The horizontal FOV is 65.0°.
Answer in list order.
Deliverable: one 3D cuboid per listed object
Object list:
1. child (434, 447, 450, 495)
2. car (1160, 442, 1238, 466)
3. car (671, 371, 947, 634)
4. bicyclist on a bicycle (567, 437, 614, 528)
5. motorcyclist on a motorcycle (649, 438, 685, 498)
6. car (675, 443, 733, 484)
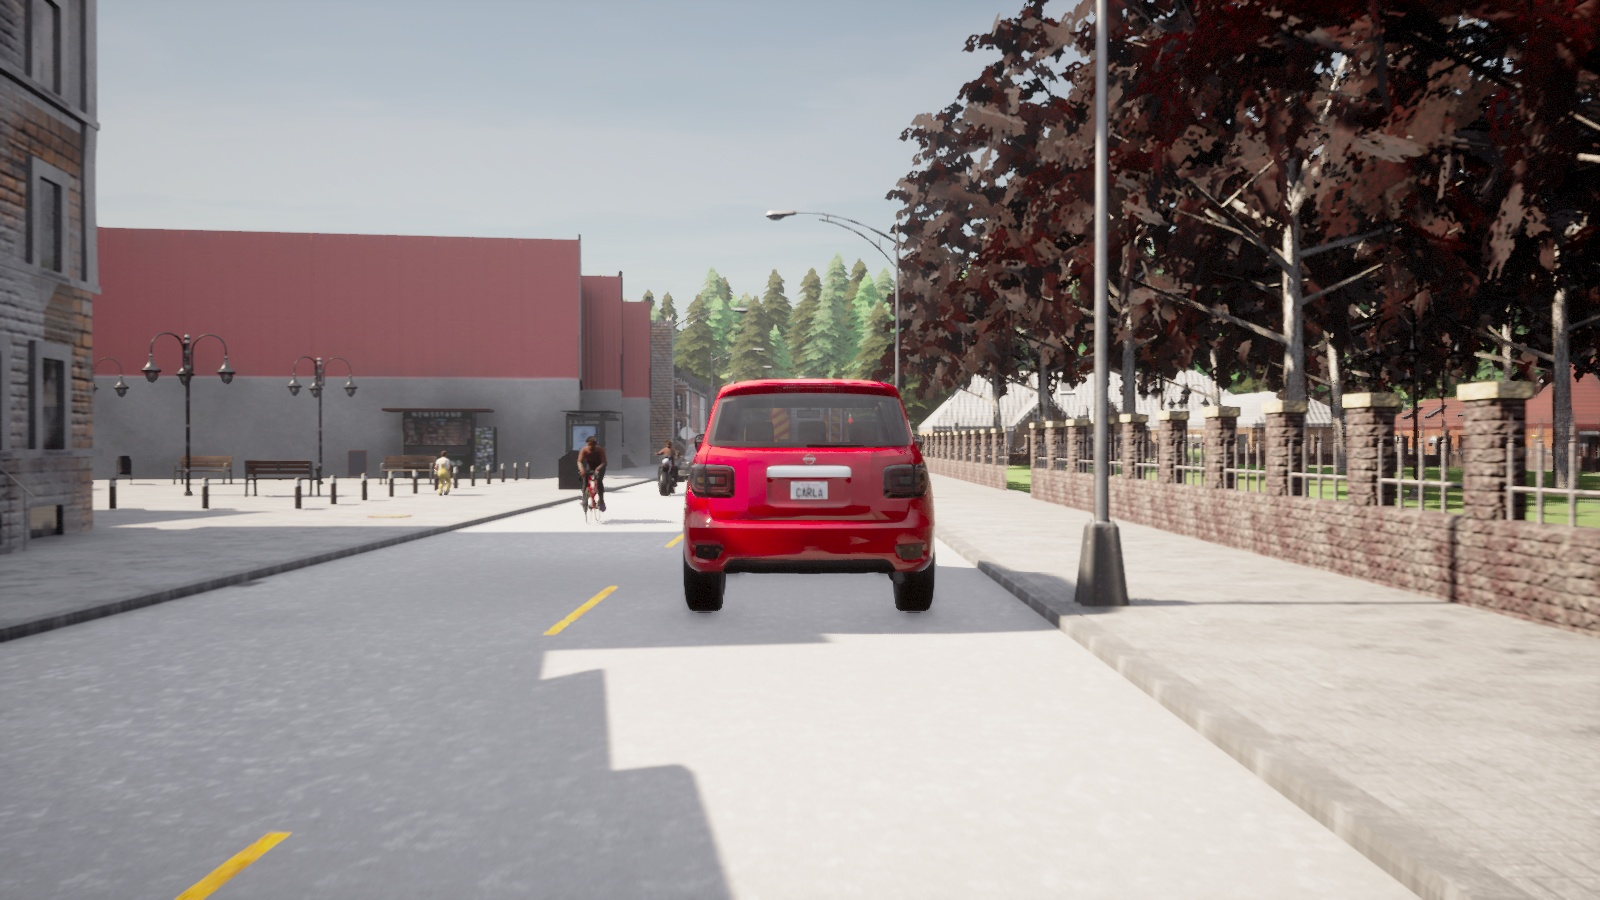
[{"bbox_3d":[-9.403,0.542,33.017,0.270,1.263,0.437,0,0,4],"label":"child"},{"bbox_3d":[26.401,0.246,83.114,4.514,1.525,2.007,0,0,-1],"label":"car"},{"bbox_3d":[0.087,0.395,12.574,2.150,2.045,5.566,0,0,0],"label":"car"},{"bbox_3d":[-3.853,0.565,23.202,0.582,1.620,1.656,0,1,0],"label":"bicyclist on a bicycle"},{"bbox_3d":[-3.768,0.493,35.676,0.766,1.649,2.350,0,0,0],"label":"motorcyclist on a motorcycle"},{"bbox_3d":[-3.677,0.474,48.652,1.837,1.490,4.892,0,0,0],"label":"car"}]
